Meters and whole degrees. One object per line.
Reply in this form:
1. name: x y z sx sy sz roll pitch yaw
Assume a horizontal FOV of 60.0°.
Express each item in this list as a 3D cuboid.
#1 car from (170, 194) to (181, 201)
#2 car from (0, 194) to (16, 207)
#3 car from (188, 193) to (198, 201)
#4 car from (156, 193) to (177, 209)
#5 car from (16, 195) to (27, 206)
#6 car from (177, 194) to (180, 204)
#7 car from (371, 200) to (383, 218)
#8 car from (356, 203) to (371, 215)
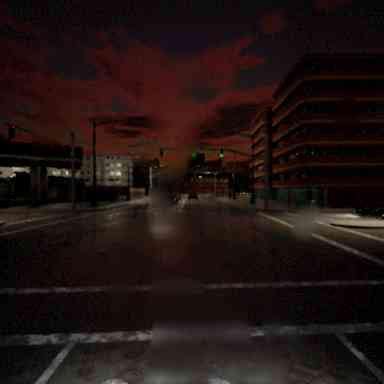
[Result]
1. car: -3.298 1.048 67.910 1.994 1.385 4.181 0 0 0
2. car: -23.317 1.006 38.055 4.611 1.667 2.242 0 0 1
3. car: 0.199 0.988 68.169 1.837 1.490 4.892 0 0 0
4. car: -3.103 1.205 39.498 1.837 1.490 4.892 0 0 -1
5. car: -24.035 1.123 43.806 3.806 1.475 1.970 0 0 1
6. car: -3.218 0.982 48.701 2.097 1.767 4.553 0 0 0
7. car: 16.298 1.413 24.656 4.718 1.301 1.895 0 0 -3
8. car: 16.214 1.350 28.139 4.181 1.385 1.994 0 0 1
